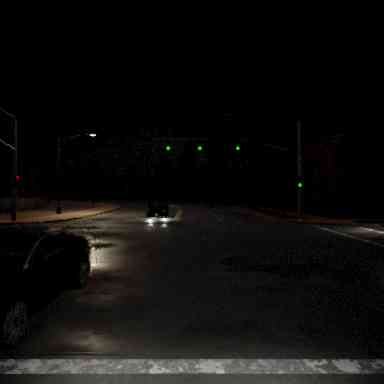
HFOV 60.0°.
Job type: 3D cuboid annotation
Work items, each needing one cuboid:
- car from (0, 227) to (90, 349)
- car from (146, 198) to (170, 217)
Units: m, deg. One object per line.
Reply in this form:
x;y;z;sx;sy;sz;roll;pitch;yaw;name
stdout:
-3.436;1.491;6.330;2.128;1.511;4.902;0;0;1;car
-3.070;1.547;31.082;2.033;1.411;5.357;0;0;0;car
